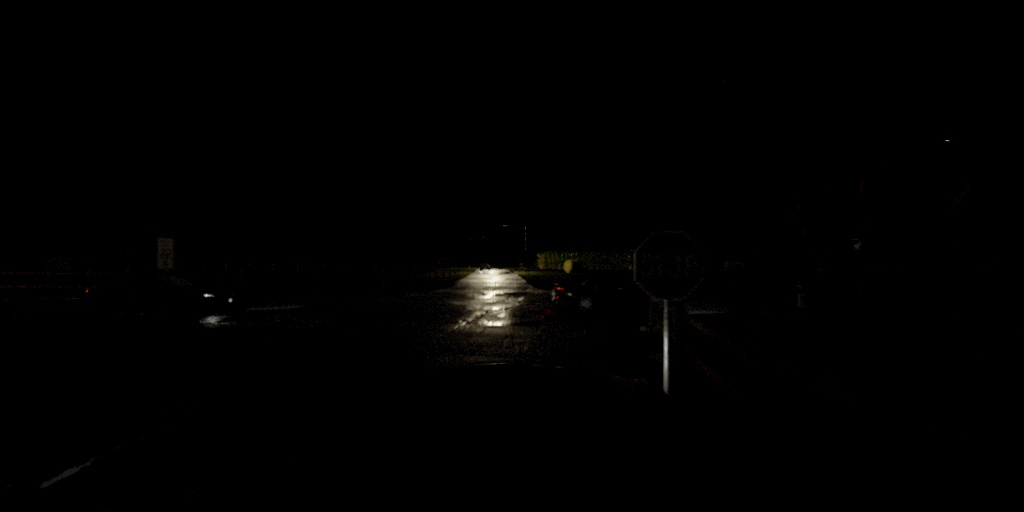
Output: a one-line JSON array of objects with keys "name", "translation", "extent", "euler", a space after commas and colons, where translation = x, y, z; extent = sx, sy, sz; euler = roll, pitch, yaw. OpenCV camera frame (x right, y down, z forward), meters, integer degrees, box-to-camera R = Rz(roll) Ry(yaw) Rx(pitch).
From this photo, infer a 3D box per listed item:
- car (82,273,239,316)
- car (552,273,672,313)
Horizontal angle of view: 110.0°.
[{"name": "car", "translation": [-12.980, 1.374, 13.411], "extent": [4.674, 1.442, 1.812], "euler": [1, 0, -4]}, {"name": "car", "translation": [4.101, 1.478, 14.842], "extent": [4.892, 1.490, 1.837], "euler": [1, 0, -6]}]
